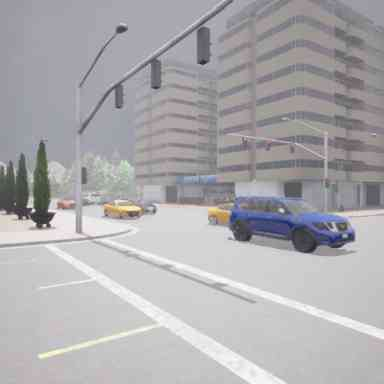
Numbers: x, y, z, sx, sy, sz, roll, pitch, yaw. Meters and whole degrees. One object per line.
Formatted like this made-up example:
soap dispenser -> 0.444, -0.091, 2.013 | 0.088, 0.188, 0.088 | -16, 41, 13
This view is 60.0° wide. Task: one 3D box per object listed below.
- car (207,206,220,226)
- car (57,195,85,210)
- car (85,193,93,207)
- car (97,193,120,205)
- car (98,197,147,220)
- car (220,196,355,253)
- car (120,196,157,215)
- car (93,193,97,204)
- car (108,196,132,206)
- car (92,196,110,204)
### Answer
car -> 3.016, 1.477, 21.611 | 1.882, 1.535, 5.008 | 0, 0, -35
car -> -15.717, 1.353, 42.445 | 2.097, 1.767, 4.553 | 0, 0, -35
car -> -17.258, 1.352, 50.826 | 2.097, 1.767, 4.553 | 0, 0, -34
car -> -12.147, 1.352, 49.913 | 2.097, 1.767, 4.553 | 0, 0, -35
car -> -6.033, 1.478, 28.499 | 1.882, 1.535, 5.008 | 0, 0, -35
car -> 3.912, 1.220, 14.189 | 2.150, 2.045, 5.566 | 0, 0, -35
car -> -5.290, 1.491, 33.563 | 2.128, 1.511, 4.902 | 0, 0, -35
car -> -17.693, 1.221, 57.886 | 2.150, 2.045, 5.566 | 0, 0, -34
car -> -12.199, 1.491, 56.122 | 2.128, 1.511, 4.902 | 0, 0, -35
car -> -17.509, 1.505, 63.759 | 1.837, 1.490, 4.892 | 0, 0, -34
